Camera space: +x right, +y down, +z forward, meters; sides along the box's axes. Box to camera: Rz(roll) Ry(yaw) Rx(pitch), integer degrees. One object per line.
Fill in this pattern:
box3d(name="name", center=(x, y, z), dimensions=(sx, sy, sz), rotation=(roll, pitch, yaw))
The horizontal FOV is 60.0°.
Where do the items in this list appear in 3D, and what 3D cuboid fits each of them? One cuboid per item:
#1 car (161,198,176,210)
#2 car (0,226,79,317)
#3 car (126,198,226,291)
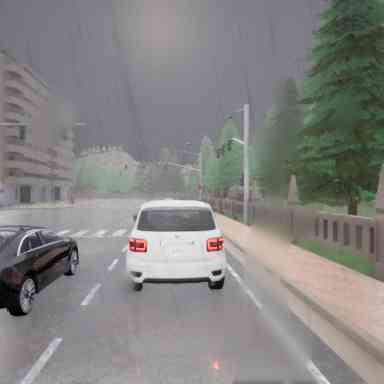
box3d(name="car", center=(-3.166, 1.526, 44.422), dimensions=(1.812, 1.442, 4.674), rotation=(0, 0, -4))
box3d(name="car", center=(-3.971, 1.492, 7.405), dimensions=(2.128, 1.511, 4.902), rotation=(0, 0, -3))
box3d(name="car", center=(-0.480, 1.221, 9.186), dimensions=(2.150, 2.045, 5.566), rotation=(0, 0, -4))
